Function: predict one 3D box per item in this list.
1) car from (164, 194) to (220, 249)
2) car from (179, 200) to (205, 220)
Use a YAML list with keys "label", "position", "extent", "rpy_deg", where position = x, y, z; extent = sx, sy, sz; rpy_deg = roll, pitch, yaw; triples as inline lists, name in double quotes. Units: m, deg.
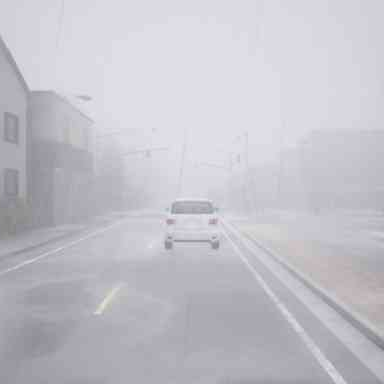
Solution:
- label: "car"
  position: [0.000, 1.257, 14.680]
  extent: [2.150, 2.045, 5.566]
  rpy_deg: [0, 0, 0]
- label: "car"
  position: [0.000, 1.494, 29.650]
  extent: [2.128, 1.511, 4.902]
  rpy_deg: [0, 0, 0]
